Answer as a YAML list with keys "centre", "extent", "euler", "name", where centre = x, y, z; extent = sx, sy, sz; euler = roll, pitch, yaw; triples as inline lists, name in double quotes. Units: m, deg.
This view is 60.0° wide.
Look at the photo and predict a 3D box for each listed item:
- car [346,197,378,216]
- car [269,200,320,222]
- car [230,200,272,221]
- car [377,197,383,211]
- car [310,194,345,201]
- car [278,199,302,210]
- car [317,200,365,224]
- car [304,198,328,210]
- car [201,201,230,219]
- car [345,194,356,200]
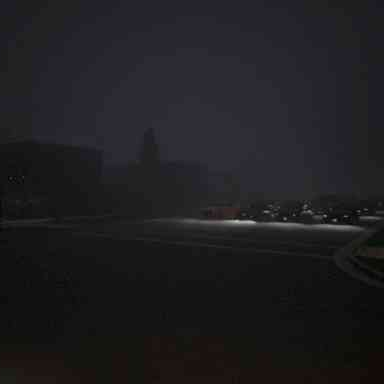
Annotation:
- centre: [17.137, 1.548, 33.463]
  extent: [1.837, 1.490, 4.892]
  euler: [-1, 0, 35]
  name: "car"
- centre: [8.523, 1.617, 27.248]
  extent: [2.033, 1.411, 5.357]
  euler: [-1, 0, 35]
  name: "car"
- centre: [5.363, 1.660, 28.835]
  extent: [1.994, 1.385, 4.181]
  euler: [-1, 0, 35]
  name: "car"
- centre: [22.880, 1.396, 41.667]
  extent: [2.097, 1.767, 4.553]
  euler: [-1, 0, 35]
  name: "car"
- centre: [14.491, 1.292, 35.792]
  extent: [2.150, 2.045, 5.566]
  euler: [-1, 0, 35]
  name: "car"
- centre: [13.940, 1.690, 47.189]
  extent: [1.994, 1.385, 4.181]
  euler: [-1, 0, 35]
  name: "car"
- centre: [11.463, 1.589, 25.345]
  extent: [2.033, 1.411, 5.357]
  euler: [-1, 0, 35]
  name: "car"
- centre: [17.012, 1.576, 45.490]
  extent: [1.882, 1.535, 5.008]
  euler: [-1, 0, 35]
  name: "car"
- centre: [2.711, 1.601, 31.150]
  extent: [1.882, 1.535, 5.008]
  euler: [-1, 0, 35]
  name: "car"
- centre: [20.642, 1.293, 44.581]
  extent: [2.150, 2.045, 5.566]
  euler: [-1, 0, 36]
  name: "car"
